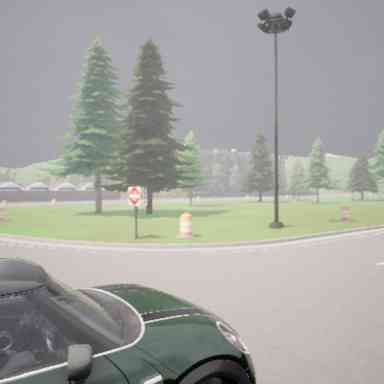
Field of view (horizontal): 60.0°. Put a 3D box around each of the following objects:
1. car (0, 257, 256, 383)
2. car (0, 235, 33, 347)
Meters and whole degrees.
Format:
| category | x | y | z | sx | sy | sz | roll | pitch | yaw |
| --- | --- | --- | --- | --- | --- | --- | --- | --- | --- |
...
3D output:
| category | x | y | z | sx | sy | sz | roll | pitch | yaw |
| --- | --- | --- | --- | --- | --- | --- | --- | --- | --- |
| car | -1.615 | 1.352 | 2.595 | 4.553 | 1.767 | 2.097 | 0 | 0 | -35 |
| car | -4.721 | 1.572 | 4.678 | 4.181 | 1.385 | 1.994 | 0 | 0 | -35 |
